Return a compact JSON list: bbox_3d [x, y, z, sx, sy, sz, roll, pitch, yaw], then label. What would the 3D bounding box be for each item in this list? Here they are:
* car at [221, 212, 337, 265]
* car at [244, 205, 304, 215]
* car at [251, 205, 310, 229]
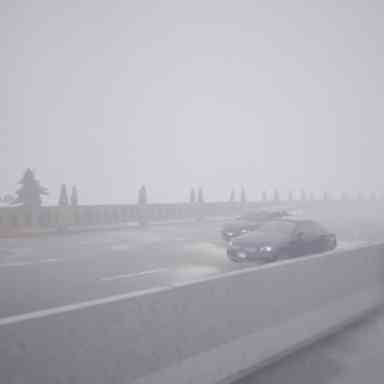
[{"bbox_3d":[3.226,1.606,11.321,4.674,1.442,1.812,0,0,-41],"label":"car"},{"bbox_3d":[3.461,1.617,16.204,4.892,1.490,1.837,0,-1,-42],"label":"car"},{"bbox_3d":[6.343,1.691,23.604,4.674,1.442,1.812,0,-1,-43],"label":"car"}]
